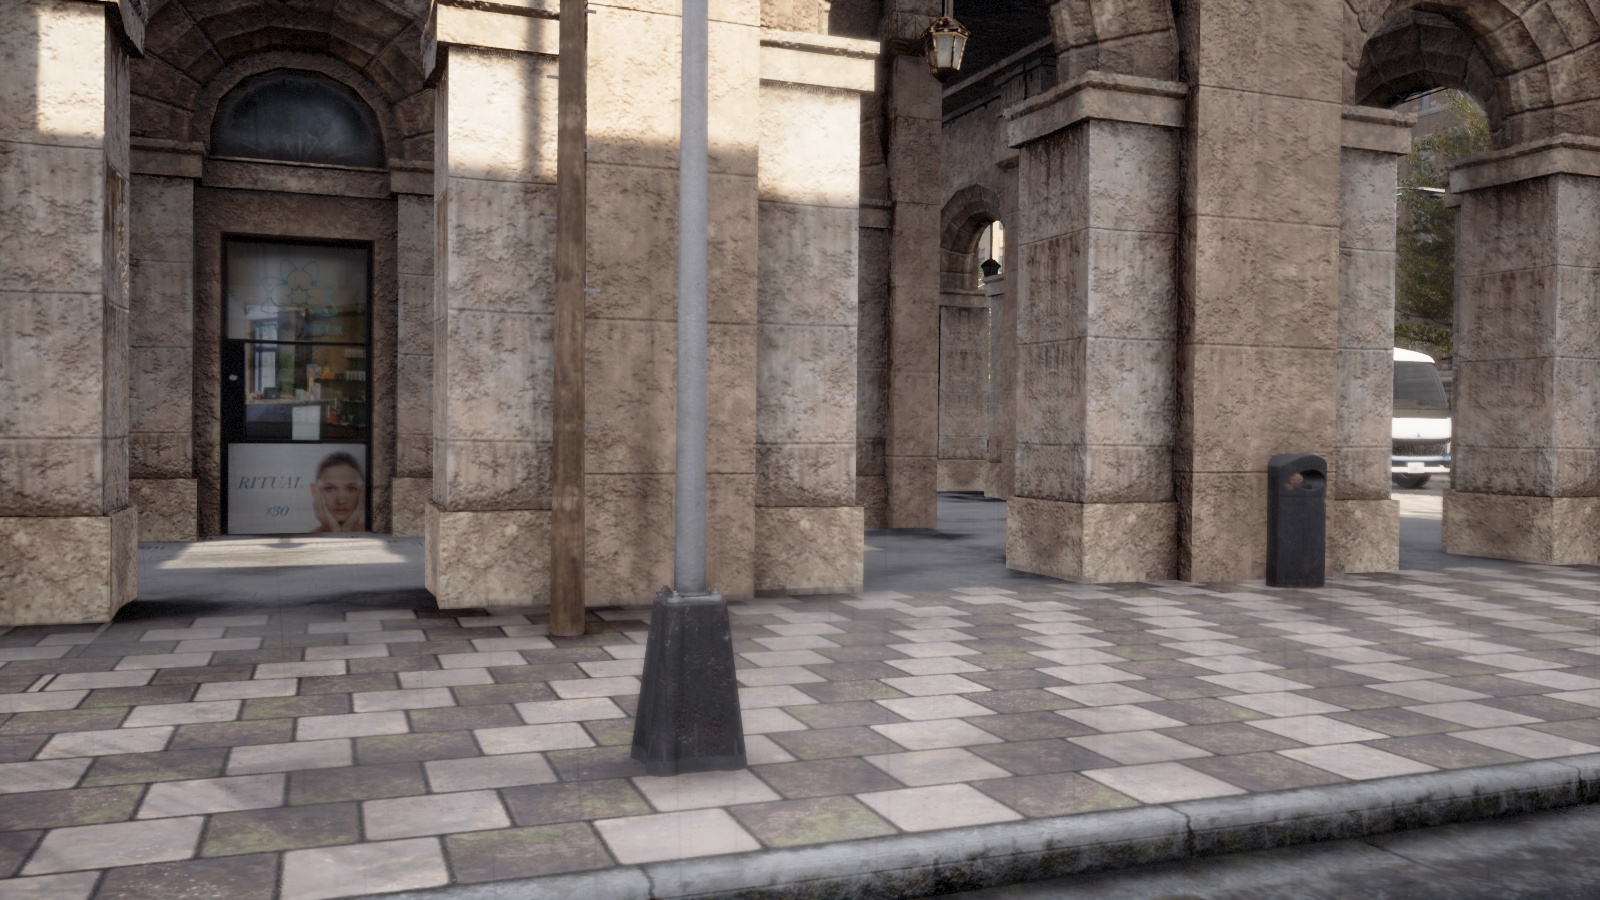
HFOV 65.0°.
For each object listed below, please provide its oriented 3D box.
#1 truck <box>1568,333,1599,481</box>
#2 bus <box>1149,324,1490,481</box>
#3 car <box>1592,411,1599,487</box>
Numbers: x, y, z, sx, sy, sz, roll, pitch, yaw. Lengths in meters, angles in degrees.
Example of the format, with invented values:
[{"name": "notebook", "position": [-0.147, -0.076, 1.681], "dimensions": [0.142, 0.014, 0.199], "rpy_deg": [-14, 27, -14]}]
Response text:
[{"name": "truck", "position": [23.223, -1.103, 29.850], "dimensions": [2.891, 3.827, 8.468], "rpy_deg": [-1, 1, -21]}, {"name": "bus", "position": [15.800, -1.393, 39.536], "dimensions": [3.944, 4.253, 10.273], "rpy_deg": [-1, 1, -21]}, {"name": "car", "position": [20.346, -0.014, 27.671], "dimensions": [2.097, 1.767, 4.553], "rpy_deg": [-1, 1, -20]}]
